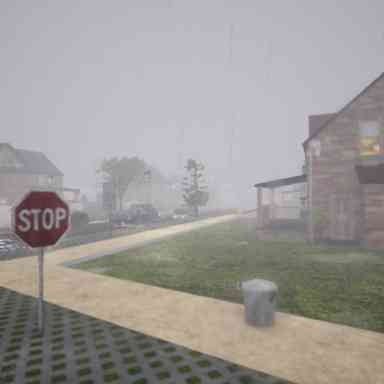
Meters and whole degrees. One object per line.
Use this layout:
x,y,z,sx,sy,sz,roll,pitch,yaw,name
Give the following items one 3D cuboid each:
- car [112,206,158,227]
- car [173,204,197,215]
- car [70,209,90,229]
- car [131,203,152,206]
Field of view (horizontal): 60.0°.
-4.567,2.091,27.651,1.895,1.301,4.718,-1,-1,20,car
-0.854,2.357,46.220,2.033,1.411,5.357,-1,-1,20,car
-9.218,1.924,23.203,2.128,1.511,4.902,-1,-1,20,car
-5.385,1.951,33.763,2.097,1.767,4.553,-1,-1,20,car
